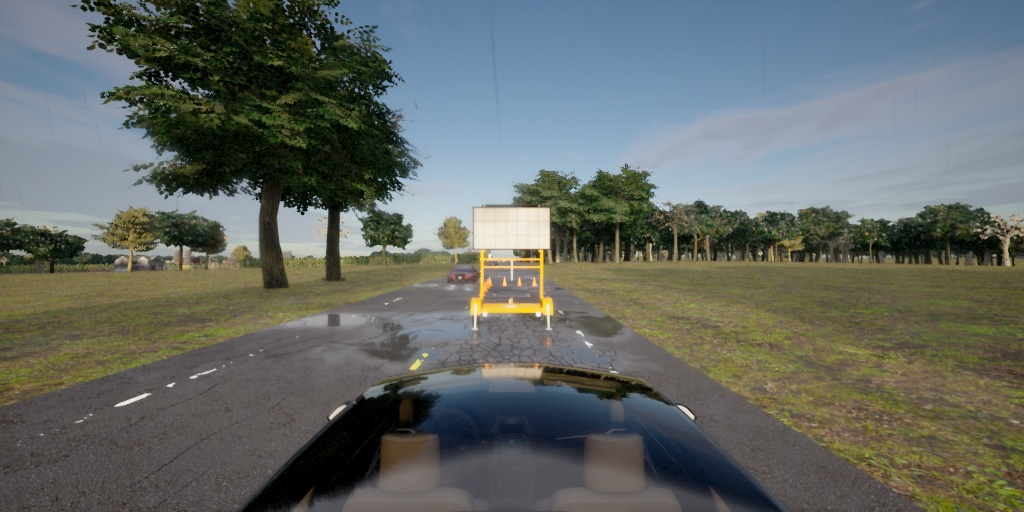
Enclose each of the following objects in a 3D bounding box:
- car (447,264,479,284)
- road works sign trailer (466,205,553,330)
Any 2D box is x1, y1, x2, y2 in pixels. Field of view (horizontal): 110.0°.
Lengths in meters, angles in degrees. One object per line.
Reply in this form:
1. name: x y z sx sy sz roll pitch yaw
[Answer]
1. car: -3.606 1.327 26.917 1.994 1.385 4.181 0 0 0
2. road works sign trailer: -0.003 0.218 11.126 2.380 3.560 2.880 0 0 0
